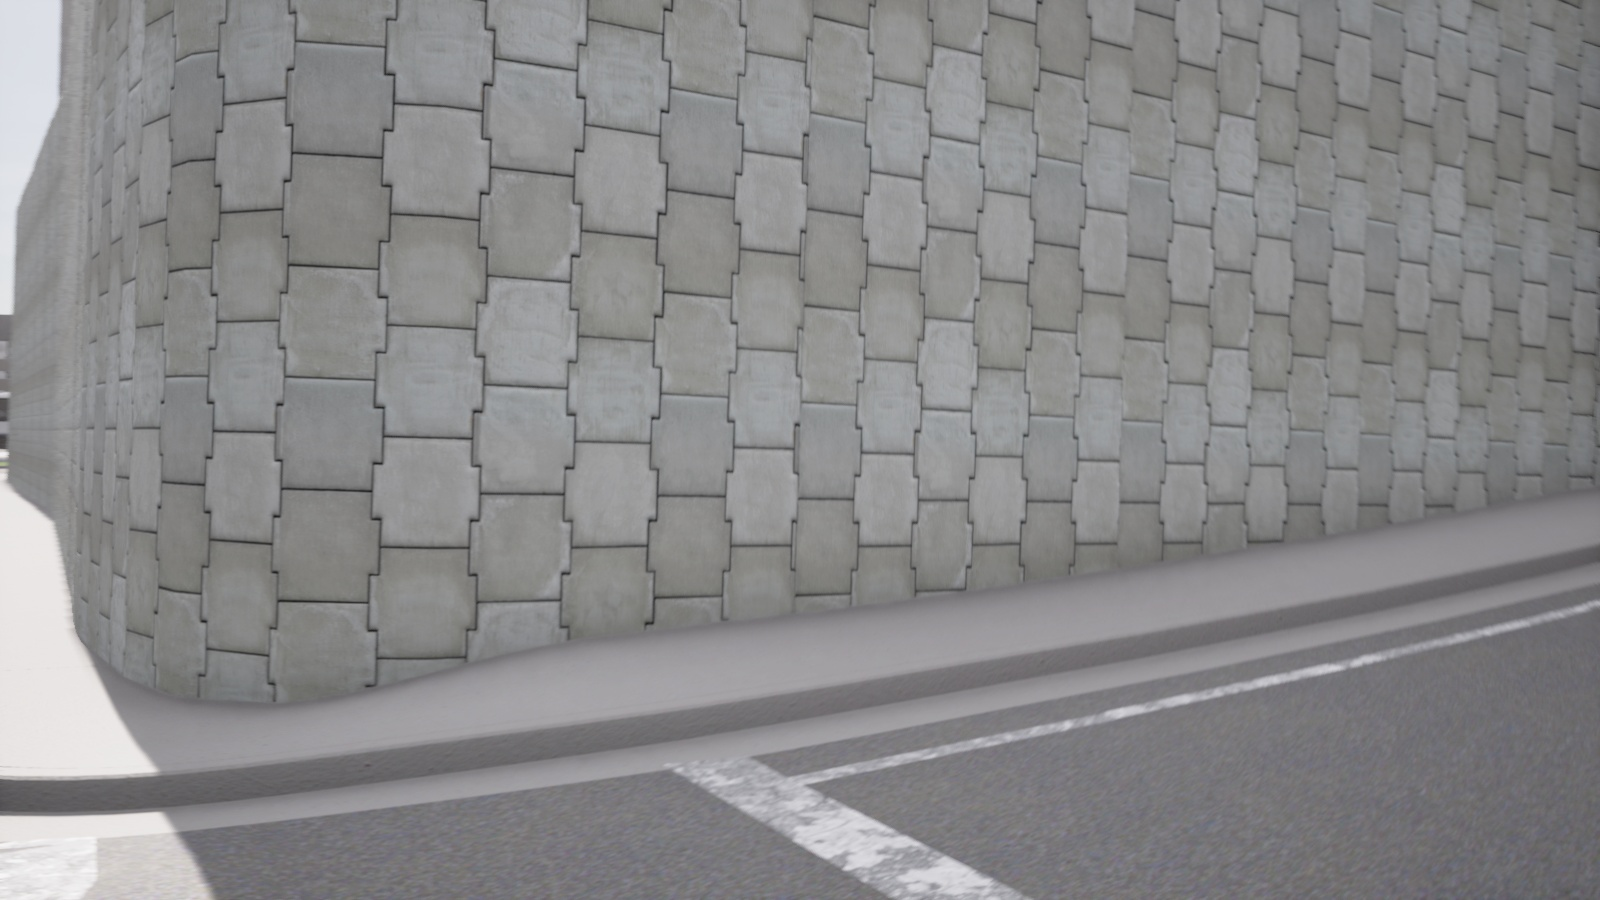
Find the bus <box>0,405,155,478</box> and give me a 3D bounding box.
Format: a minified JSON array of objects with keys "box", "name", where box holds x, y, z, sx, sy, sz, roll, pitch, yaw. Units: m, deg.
[{"box":[-44.740,-0.525,75.450,10.273,4.253,3.944,0,0,8],"name":"bus"}]
